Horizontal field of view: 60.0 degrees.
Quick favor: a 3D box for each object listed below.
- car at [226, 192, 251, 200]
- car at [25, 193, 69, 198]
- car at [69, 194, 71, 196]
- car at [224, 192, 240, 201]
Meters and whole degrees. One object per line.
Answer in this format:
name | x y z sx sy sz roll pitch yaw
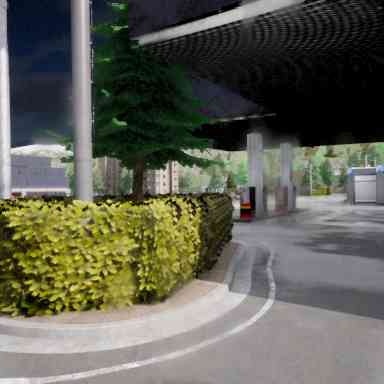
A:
car | 9.251 0.811 66.484 4.514 1.523 2.007 -1 1 35
car | -14.742 1.182 33.582 3.866 1.878 1.905 -1 1 35
car | -24.199 1.121 63.874 3.866 1.878 1.905 -1 1 35
car | 7.477 0.850 63.896 5.027 1.636 2.152 -1 1 35
